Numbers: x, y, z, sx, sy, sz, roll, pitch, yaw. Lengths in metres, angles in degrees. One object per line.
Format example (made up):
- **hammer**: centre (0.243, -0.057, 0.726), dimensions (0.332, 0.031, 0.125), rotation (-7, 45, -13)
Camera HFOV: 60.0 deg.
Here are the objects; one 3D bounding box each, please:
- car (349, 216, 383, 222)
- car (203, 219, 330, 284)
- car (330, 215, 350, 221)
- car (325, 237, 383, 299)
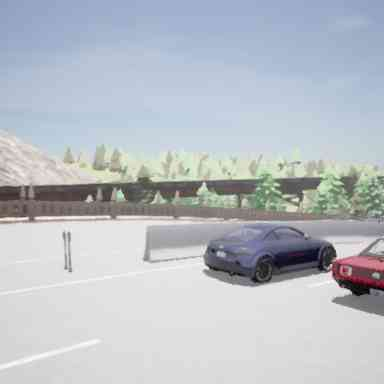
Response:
- **car**: centre (19.180, 3.440, 34.855), dimensions (5.357, 1.411, 2.033), rotation (6, -3, -35)
- **car**: centre (2.385, 1.613, 9.746), dimensions (4.181, 1.385, 1.994), rotation (1, -1, -35)
- **car**: centre (17.358, 3.418, 37.848), dimensions (4.892, 1.490, 1.837), rotation (6, -4, -35)
- **car**: centre (5.302, 1.678, 7.528), dimensions (4.718, 1.301, 1.895), rotation (2, -1, -35)
